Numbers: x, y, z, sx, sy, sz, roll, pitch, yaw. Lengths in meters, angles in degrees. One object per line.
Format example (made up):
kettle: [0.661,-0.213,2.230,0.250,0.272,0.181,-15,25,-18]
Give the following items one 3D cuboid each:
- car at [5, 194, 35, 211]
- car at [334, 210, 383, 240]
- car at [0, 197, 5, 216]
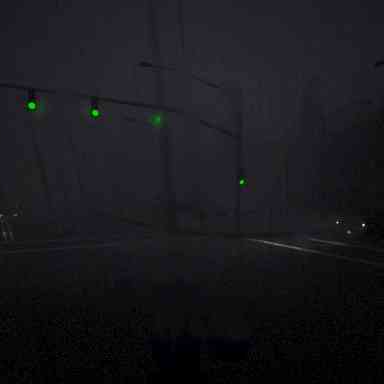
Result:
car: [-21.793,1.223,41.161,2.150,2.045,5.566,0,0,-9]
car: [9.474,1.601,16.821,4.718,1.301,1.895,0,0,-26]
car: [-17.948,1.478,29.062,1.882,1.535,5.008,0,0,-24]
